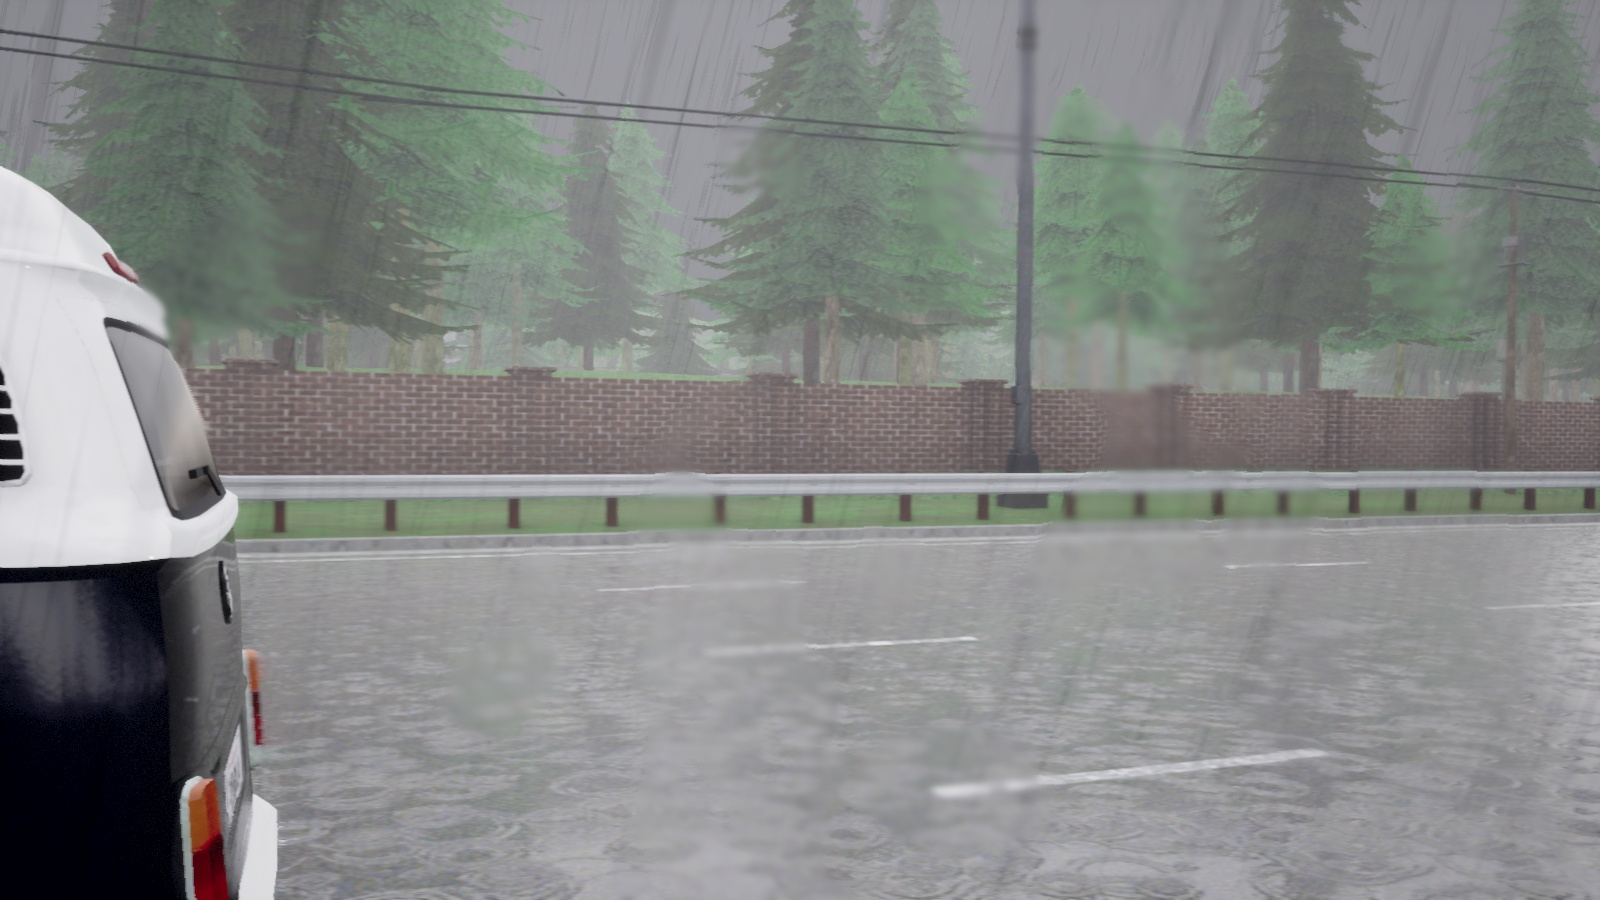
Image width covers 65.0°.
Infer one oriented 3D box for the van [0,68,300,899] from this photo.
[{"bbox_3d":[-3.242,0.524,2.004,4.480,2.038,2.069,-1,1,-21],"label":"van"}]
